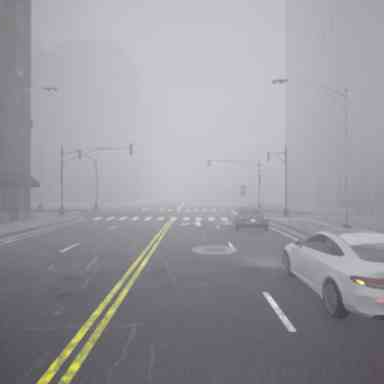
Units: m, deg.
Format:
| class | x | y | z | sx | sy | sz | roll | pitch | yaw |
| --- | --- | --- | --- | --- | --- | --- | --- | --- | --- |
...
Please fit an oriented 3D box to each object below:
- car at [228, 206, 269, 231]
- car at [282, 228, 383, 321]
| class | x | y | z | sx | sy | sz | roll | pitch | yaw |
| --- | --- | --- | --- | --- | --- | --- | --- | --- | --- |
| car | 3.348 | 1.524 | 20.223 | 1.994 | 1.385 | 4.181 | 0 | 0 | 0 |
| car | 3.352 | 1.511 | 7.176 | 1.812 | 1.442 | 4.674 | 0 | 0 | 0 |
